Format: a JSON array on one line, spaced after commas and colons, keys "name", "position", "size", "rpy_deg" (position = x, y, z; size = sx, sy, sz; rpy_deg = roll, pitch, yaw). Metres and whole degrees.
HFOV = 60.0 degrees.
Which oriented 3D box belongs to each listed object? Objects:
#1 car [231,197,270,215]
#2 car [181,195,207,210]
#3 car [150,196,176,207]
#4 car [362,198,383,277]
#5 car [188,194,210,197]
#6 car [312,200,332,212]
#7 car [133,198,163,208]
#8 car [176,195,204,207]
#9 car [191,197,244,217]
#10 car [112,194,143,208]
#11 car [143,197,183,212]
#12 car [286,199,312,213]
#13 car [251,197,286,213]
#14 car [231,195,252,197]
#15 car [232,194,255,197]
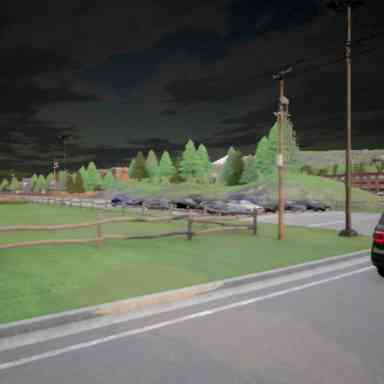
[{"name": "car", "position": [5.259, 1.566, 33.876], "size": [1.812, 1.442, 4.674], "rpy_deg": [0, 0, -36]}, {"name": "car", "position": [-0.681, 1.518, 42.012], "size": [1.882, 1.535, 5.008], "rpy_deg": [0, 0, -36]}, {"name": "car", "position": [-4.765, 1.524, 53.590], "size": [1.882, 1.535, 5.008], "rpy_deg": [0, 0, -36]}, {"name": "car", "position": [6.951, 1.240, 8.961], "size": [5.566, 2.045, 2.150], "rpy_deg": [0, 0, -38]}, {"name": "car", "position": [1.330, 1.266, 45.200], "size": [2.150, 2.045, 5.566], "rpy_deg": [0, 0, -36]}, {"name": "car", "position": [13.853, 1.605, 39.913], "size": [2.033, 1.411, 5.357], "rpy_deg": [0, 0, -36]}, {"name": "car", "position": [-6.725, 1.588, 50.314], "size": [2.033, 1.411, 5.357], "rpy_deg": [0, 0, -36]}, {"name": "car", "position": [-0.369, 1.404, 53.513], "size": [2.097, 1.767, 4.553], "rpy_deg": [0, 0, -36]}, {"name": "car", "position": [2.386, 1.539, 31.876], "size": [1.837, 1.490, 4.892], "rpy_deg": [0, 0, -36]}, {"name": "car", "position": [-9.699, 1.256, 48.451], "size": [2.150, 2.045, 5.566], "rpy_deg": [0, 0, -36]}, {"name": "car", "position": [-3.555, 1.539, 40.015], "size": [1.837, 1.490, 4.892], "rpy_deg": [0, 0, -36]}, {"name": "car", "position": [10.827, 1.577, 38.120], "size": [1.812, 1.442, 4.674], "rpy_deg": [0, 0, -37]}, {"name": "car", "position": [7.355, 1.593, 36.938], "size": [2.033, 1.411, 5.357], "rpy_deg": [0, 0, -36]}, {"name": "car", "position": [5.335, 1.543, 45.651], "size": [2.128, 1.511, 4.902], "rpy_deg": [0, 0, -36]}, {"name": "car", "position": [7.858, 1.279, 48.153], "size": [2.150, 2.045, 5.566], "rpy_deg": [0, 0, -37]}]
